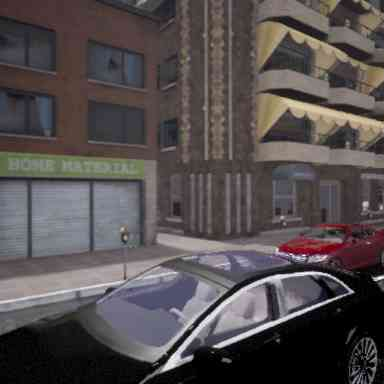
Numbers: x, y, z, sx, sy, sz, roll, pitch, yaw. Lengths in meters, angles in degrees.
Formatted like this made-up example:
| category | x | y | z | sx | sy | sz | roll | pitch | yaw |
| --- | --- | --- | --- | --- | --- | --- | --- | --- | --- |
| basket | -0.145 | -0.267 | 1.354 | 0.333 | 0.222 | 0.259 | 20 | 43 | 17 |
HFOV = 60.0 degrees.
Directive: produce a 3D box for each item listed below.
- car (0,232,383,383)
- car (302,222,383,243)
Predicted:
| category | x | y | z | sx | sy | sz | roll | pitch | yaw |
| --- | --- | --- | --- | --- | --- | --- | --- | --- | --- |
| car | 0.198 | 1.482 | 3.517 | 4.902 | 1.511 | 2.128 | 0 | 0 | -35 |
| car | 4.131 | 1.545 | 9.507 | 4.206 | 1.307 | 1.802 | 0 | 0 | -36 |
